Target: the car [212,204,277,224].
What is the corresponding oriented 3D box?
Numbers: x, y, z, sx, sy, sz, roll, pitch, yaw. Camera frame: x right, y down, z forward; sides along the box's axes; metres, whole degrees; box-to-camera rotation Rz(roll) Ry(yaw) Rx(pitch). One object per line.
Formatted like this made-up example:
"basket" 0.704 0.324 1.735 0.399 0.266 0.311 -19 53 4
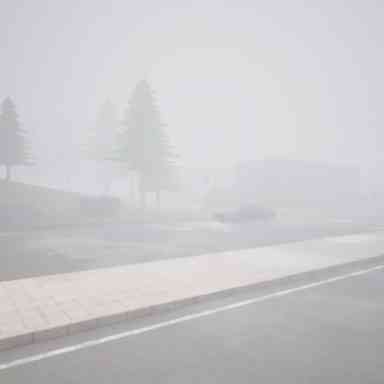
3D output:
"car" 4.081 1.599 25.210 5.357 1.411 2.033 0 0 -35
